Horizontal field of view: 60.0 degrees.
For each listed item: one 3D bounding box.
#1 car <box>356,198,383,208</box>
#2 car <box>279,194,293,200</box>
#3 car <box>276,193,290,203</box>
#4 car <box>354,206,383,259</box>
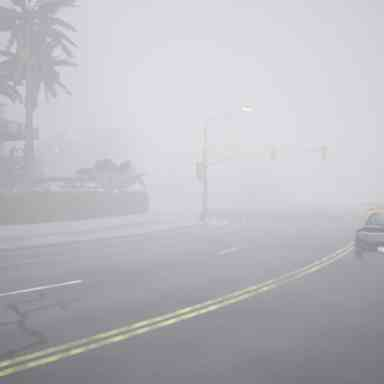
[{"bbox_3d":[14.079,1.410,25.512,1.882,1.535,5.008,0,0,21],"label":"car"},{"bbox_3d":[24.047,1.337,84.922,2.231,1.521,4.892,0,0,29],"label":"car"},{"bbox_3d":[18.539,1.367,68.627,2.097,1.535,5.008,0,0,19],"label":"car"},{"bbox_3d":[7.072,1.458,11.690,2.128,1.511,4.902,0,0,37],"label":"car"}]
